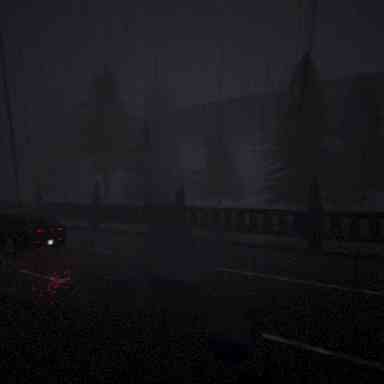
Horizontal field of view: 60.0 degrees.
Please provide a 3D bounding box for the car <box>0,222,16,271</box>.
[{"bbox_3d":[-7.244,1.547,9.066,5.357,1.411,2.033,0,0,36],"label":"car"}]

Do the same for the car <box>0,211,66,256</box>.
[{"bbox_3d":[-6.961,1.506,13.190,4.892,1.490,1.837,0,0,36],"label":"car"}]
